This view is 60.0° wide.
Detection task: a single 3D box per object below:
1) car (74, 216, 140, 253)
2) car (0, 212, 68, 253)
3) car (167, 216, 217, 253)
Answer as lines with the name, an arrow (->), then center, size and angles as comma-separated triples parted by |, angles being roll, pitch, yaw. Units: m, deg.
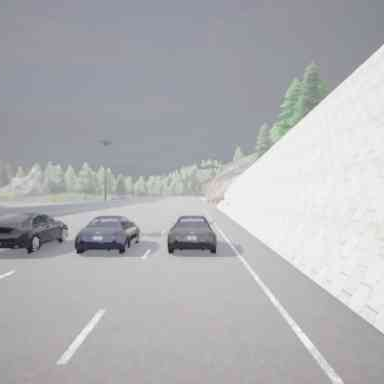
car -> -3.483, 1.698, 14.323 | 1.994, 1.385, 4.181 | 0, 0, 0
car -> -6.985, 1.641, 14.334 | 1.837, 1.490, 4.892 | 0, 0, 0
car -> 0.013, 1.698, 14.334 | 1.994, 1.385, 4.181 | 0, 0, 0
